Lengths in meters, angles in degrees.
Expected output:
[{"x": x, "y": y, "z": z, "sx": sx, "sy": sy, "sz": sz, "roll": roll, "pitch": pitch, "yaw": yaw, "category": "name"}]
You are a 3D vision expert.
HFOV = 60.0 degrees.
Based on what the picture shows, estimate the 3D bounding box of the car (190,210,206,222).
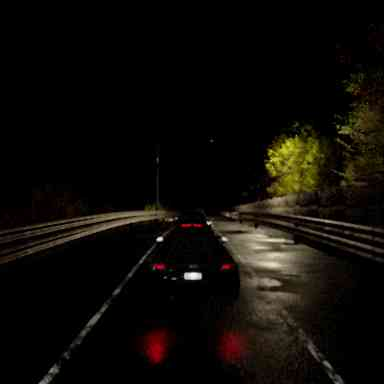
[{"x": 0.891, "y": 3.216, "z": 44.475, "sx": 1.882, "sy": 1.535, "sz": 5.008, "roll": 0, "pitch": -3, "yaw": 3, "category": "car"}]

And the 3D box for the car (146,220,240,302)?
[{"x": 0.013, "y": 1.642, "z": 8.484, "sx": 1.994, "sy": 1.385, "sz": 4.181, "roll": 0, "pitch": -1, "yaw": 0, "category": "car"}]

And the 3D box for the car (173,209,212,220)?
[{"x": 0.026, "y": 1.807, "z": 17.448, "sx": 1.837, "sy": 1.490, "sz": 4.892, "roll": 0, "pitch": -2, "yaw": 0, "category": "car"}]

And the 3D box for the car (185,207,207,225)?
[{"x": 0.467, "y": 2.518, "z": 35.020, "sx": 2.097, "sy": 1.767, "sz": 4.553, "roll": 0, "pitch": -4, "yaw": 2, "category": "car"}]

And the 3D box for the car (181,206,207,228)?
[{"x": 0.204, "y": 2.177, "z": 29.186, "sx": 2.097, "sy": 1.767, "sz": 4.553, "roll": 0, "pitch": -3, "yaw": 1, "category": "car"}]
